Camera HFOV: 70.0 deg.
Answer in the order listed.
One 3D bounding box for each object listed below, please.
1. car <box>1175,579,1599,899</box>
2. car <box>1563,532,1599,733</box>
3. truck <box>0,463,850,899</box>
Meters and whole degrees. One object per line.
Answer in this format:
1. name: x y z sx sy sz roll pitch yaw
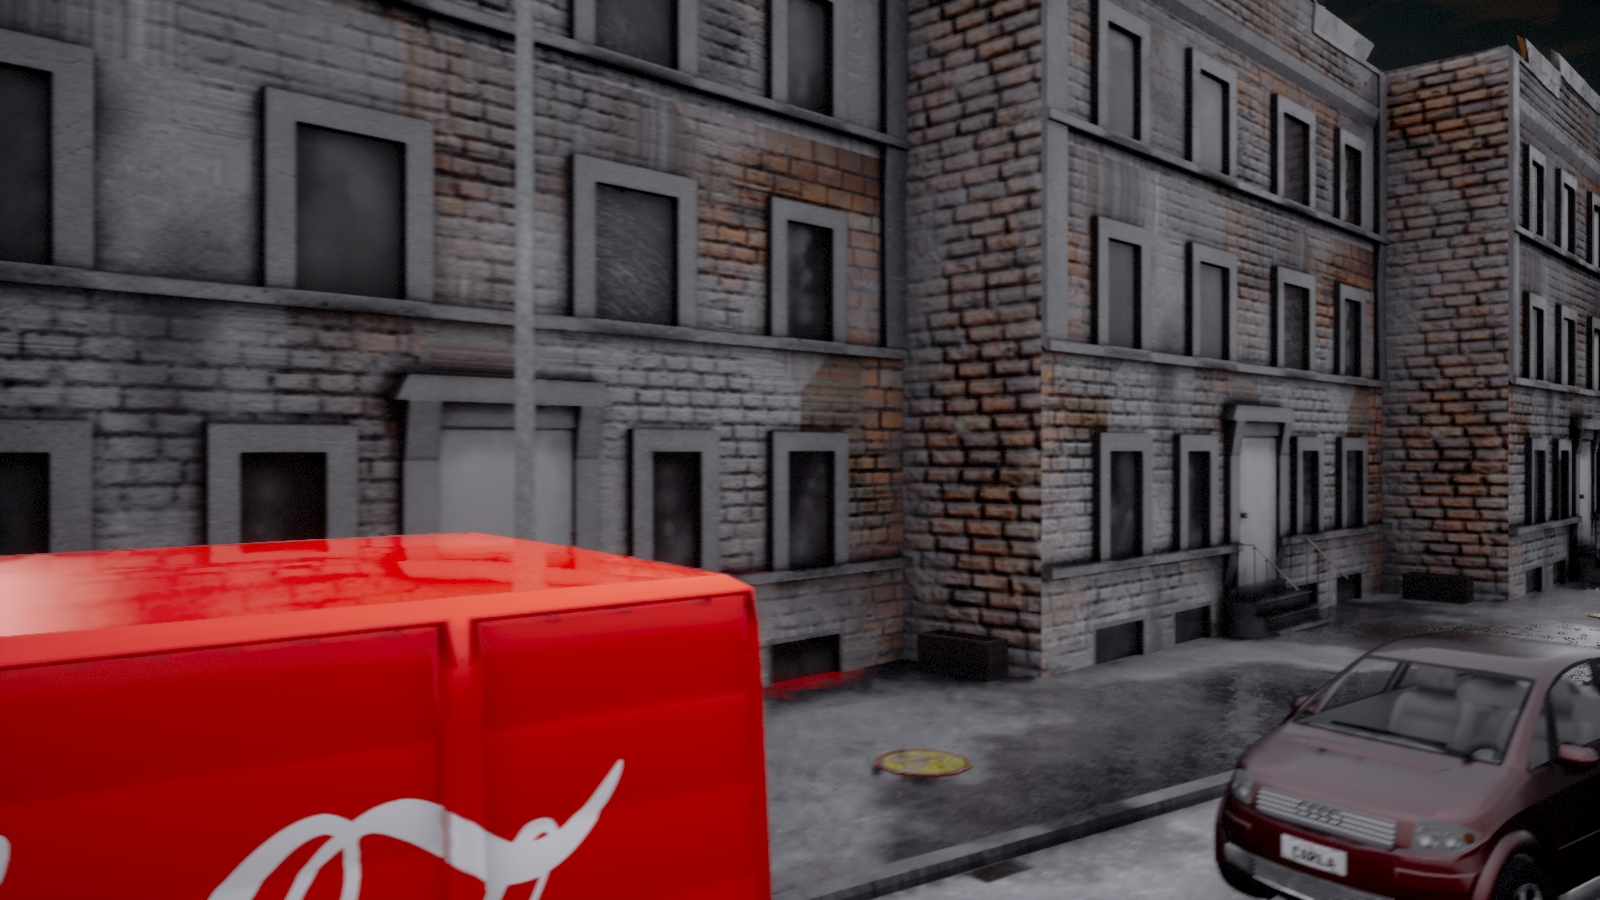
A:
1. car: 4.324 1.803 7.327 3.705 1.549 1.789 0 0 -35
2. car: 9.539 1.681 11.060 4.553 1.767 2.097 0 0 -35
3. truck: -2.761 1.335 2.301 5.204 2.467 2.627 -1 1 -35
